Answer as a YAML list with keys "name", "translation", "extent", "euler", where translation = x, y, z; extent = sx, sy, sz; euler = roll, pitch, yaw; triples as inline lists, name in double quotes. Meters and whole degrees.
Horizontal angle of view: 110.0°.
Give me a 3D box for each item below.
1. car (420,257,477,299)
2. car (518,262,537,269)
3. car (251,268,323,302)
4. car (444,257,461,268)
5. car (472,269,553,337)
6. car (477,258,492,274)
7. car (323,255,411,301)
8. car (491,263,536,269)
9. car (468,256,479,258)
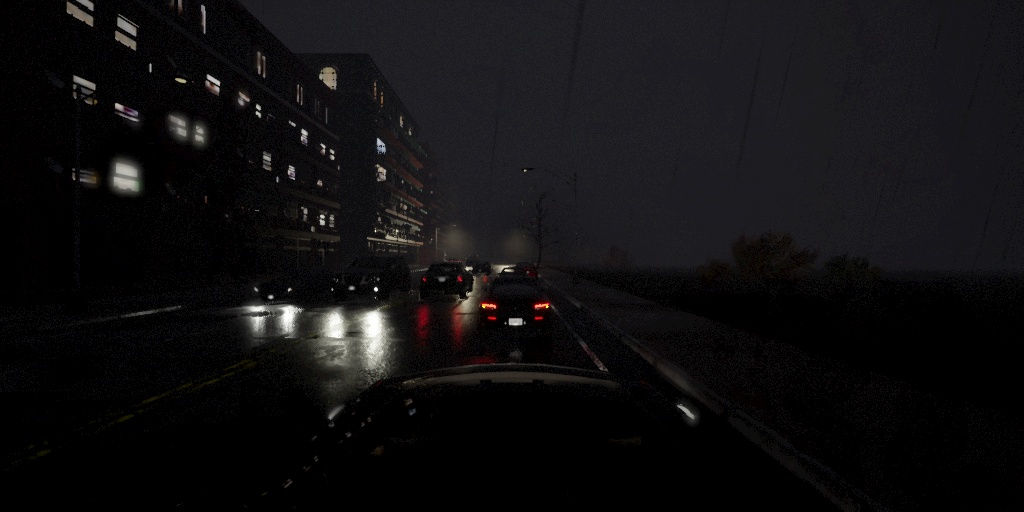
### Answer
- name: "car"
  translation: [-3.182, 1.102, 18.310]
  extent: [2.097, 1.767, 4.553]
  euler: [0, 0, 0]
- name: "car"
  translation: [1.081, 1.228, 29.863]
  extent: [1.882, 1.535, 5.008]
  euler: [0, 0, 0]
- name: "car"
  translation: [-9.881, 1.297, 17.347]
  extent: [2.033, 1.411, 5.357]
  euler: [0, 0, 0]
- name: "car"
  translation: [-9.943, 1.096, 59.874]
  extent: [2.097, 1.767, 4.553]
  euler: [0, 0, 0]
- name: "car"
  translation: [0.075, 1.276, 10.168]
  extent: [1.812, 1.442, 4.674]
  euler: [0, 0, 0]
- name: "car"
  translation: [-3.223, 1.242, 38.876]
  extent: [2.128, 1.511, 4.902]
  euler: [0, 0, 0]
- name: "car"
  translation: [-6.634, 0.972, 17.596]
  extent: [2.150, 2.045, 5.566]
  euler: [0, 0, 0]
- name: "car"
  translation: [0.063, 1.315, 20.336]
  extent: [1.994, 1.385, 4.181]
  euler: [0, 0, 0]
- name: "car"
  translation: [-6.693, 0.969, 61.362]
  extent: [2.150, 2.045, 5.566]
  euler: [0, 0, 0]
